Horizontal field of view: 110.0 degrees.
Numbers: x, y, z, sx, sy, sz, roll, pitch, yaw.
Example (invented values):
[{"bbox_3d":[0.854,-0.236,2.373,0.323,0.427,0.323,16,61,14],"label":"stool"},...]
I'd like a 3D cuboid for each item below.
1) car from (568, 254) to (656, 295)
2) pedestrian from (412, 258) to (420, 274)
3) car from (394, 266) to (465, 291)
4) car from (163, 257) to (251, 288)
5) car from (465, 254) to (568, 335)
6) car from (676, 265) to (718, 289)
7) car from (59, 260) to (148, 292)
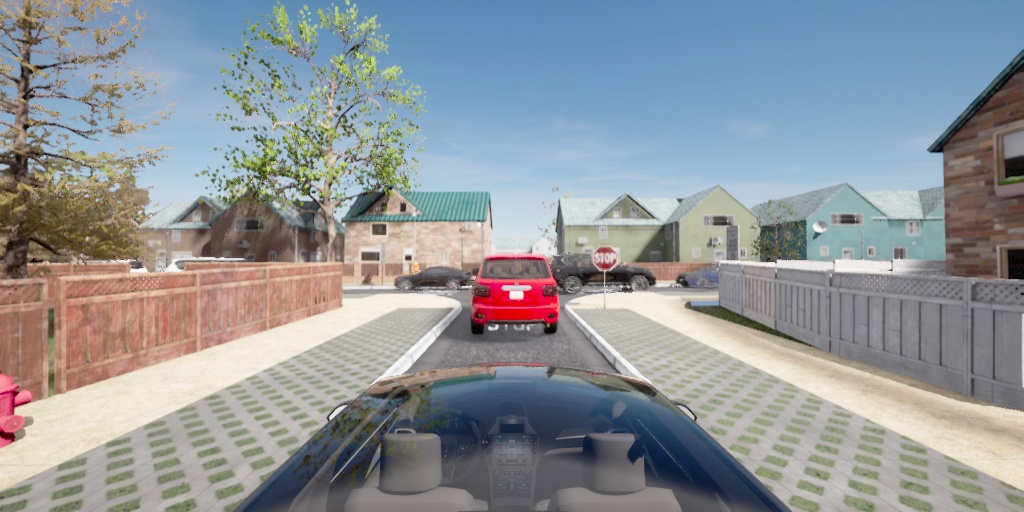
[{"bbox_3d":[4.531,0.912,18.774,5.566,2.045,2.150,-1,-1,1],"label":"car"},{"bbox_3d":[-6.668,1.065,24.814,0.375,1.860,0.375,0,-1,1],"label":"pedestrian"},{"bbox_3d":[-4.741,1.362,21.867,4.674,1.442,1.812,-1,-1,1],"label":"car"},{"bbox_3d":[-15.193,1.097,19.080,5.566,2.045,2.150,-1,-1,1],"label":"car"},{"bbox_3d":[-0.012,0.955,10.660,2.150,2.045,5.566,0,0,-2],"label":"car"},{"bbox_3d":[12.208,1.249,21.612,4.181,1.385,1.994,0,-1,1],"label":"car"},{"bbox_3d":[-25.864,1.283,22.189,5.566,2.045,2.150,-1,-1,1],"label":"car"}]
